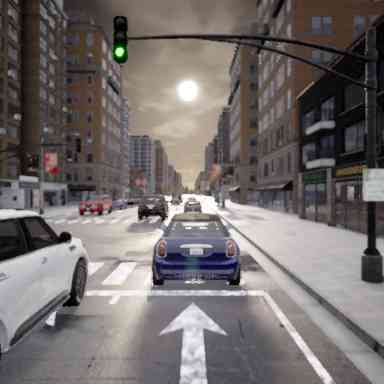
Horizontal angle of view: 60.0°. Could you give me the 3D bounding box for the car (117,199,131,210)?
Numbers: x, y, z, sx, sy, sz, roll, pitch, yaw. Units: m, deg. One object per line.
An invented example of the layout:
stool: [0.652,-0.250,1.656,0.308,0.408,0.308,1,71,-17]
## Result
car: [-9.825,1.624,44.119,1.812,1.442,4.674,0,0,0]

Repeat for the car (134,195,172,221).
car: [-3.152,1.283,27.961,2.150,2.045,5.566,0,0,0]

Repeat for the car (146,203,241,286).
car: [0.100,1.370,9.616,2.097,1.767,4.553,0,0,0]

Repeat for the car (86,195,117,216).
car: [-9.814,1.296,34.385,2.150,2.045,5.566,0,0,2]

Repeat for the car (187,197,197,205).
car: [-0.001,1.676,63.963,1.812,1.442,4.674,0,0,0]

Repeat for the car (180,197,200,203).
car: [0.100,1.572,36.661,2.128,1.511,4.902,0,0,0]

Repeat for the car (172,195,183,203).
car: [-3.251,1.697,63.542,2.033,1.411,5.357,0,0,0]

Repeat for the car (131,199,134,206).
car: [-9.758,1.725,54.110,1.895,1.301,4.718,0,0,0]

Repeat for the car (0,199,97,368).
car: [-3.221,1.231,4.811,2.150,2.045,5.566,0,0,-2]

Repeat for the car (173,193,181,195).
car: [-3.252,1.290,73.995,2.150,2.045,5.566,0,0,0]
